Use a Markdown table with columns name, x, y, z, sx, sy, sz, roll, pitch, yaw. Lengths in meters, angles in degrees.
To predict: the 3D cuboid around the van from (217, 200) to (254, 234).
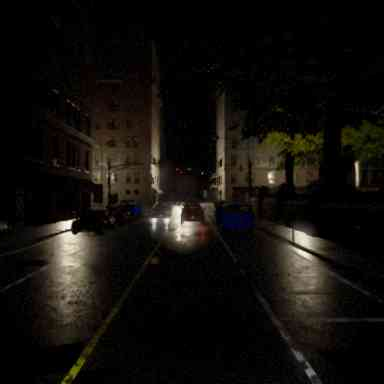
| name | x | y | z | sx | sy | sz | roll | pitch | yaw |
| --- | --- | --- | --- | --- | --- | --- | --- | --- | --- |
| van | 2.666 | 1.512 | 20.292 | 1.690 | 1.788 | 3.998 | 0 | 0 | 0 |

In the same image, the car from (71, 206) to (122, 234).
| name | x | y | z | sx | sy | sz | roll | pitch | yaw |
| --- | --- | --- | --- | --- | --- | --- | --- | --- | --- |
| car | -5.860 | 1.737 | 20.276 | 1.947 | 1.339 | 4.313 | 0 | 0 | 0 |

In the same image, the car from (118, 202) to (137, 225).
| name | x | y | z | sx | sy | sz | roll | pitch | yaw |
| --- | --- | --- | --- | --- | --- | --- | --- | --- | --- |
| car | -5.862 | 1.760 | 25.935 | 1.887 | 1.381 | 4.507 | 0 | 0 | 0 |

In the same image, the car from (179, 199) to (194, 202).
| name | x | y | z | sx | sy | sz | roll | pitch | yaw |
| --- | --- | --- | --- | --- | --- | --- | --- | --- | --- |
| car | -0.011 | 1.783 | 35.942 | 2.128 | 1.511 | 4.902 | 0 | 0 | 0 |

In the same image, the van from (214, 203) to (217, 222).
| name | x | y | z | sx | sy | sz | roll | pitch | yaw |
| --- | --- | --- | --- | --- | --- | --- | --- | --- | --- |
| van | 2.664 | 1.557 | 25.949 | 1.690 | 1.788 | 3.998 | 0 | 0 | 0 |

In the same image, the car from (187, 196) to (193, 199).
| name | x | y | z | sx | sy | sz | roll | pitch | yaw |
| --- | --- | --- | --- | --- | --- | --- | --- | --- | --- |
| car | -0.528 | 2.176 | 92.197 | 1.895 | 1.301 | 4.718 | 0 | 0 | -1 |

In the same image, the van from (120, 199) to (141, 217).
| name | x | y | z | sx | sy | sz | roll | pitch | yaw |
| --- | --- | --- | --- | --- | --- | --- | --- | --- | --- |
| van | -5.863 | 1.601 | 31.597 | 1.690 | 1.788 | 3.998 | 0 | 0 | 0 |

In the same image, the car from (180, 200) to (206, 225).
| name | x | y | z | sx | sy | sz | roll | pitch | yaw |
| --- | --- | --- | --- | --- | --- | --- | --- | --- | --- |
| car | 0.071 | 1.698 | 26.523 | 1.882 | 1.535 | 5.008 | 0 | 0 | 1 |

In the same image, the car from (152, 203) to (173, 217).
| name | x | y | z | sx | sy | sz | roll | pitch | yaw |
| --- | --- | --- | --- | --- | --- | --- | --- | --- | --- |
| car | -3.011 | 1.886 | 34.675 | 2.033 | 1.411 | 5.357 | 0 | 0 | 0 |
